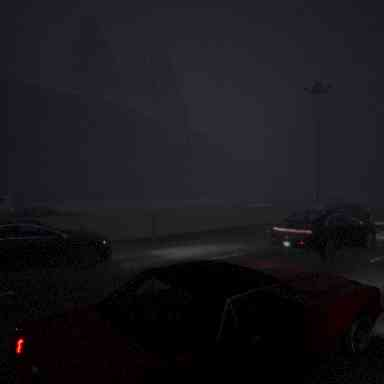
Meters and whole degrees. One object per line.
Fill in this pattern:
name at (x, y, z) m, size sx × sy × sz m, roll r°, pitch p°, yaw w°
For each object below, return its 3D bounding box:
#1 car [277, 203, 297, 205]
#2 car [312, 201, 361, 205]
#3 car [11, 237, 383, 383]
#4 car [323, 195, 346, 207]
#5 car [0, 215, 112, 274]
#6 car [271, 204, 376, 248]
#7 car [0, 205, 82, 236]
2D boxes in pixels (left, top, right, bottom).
car at (14.583, 1.302, 51.364) m, size 1.994 × 1.385 × 4.181 m, roll 0°, pitch 0°, yaw 40°
car at (9.790, 1.372, 20.927) m, size 4.892 × 1.490 × 1.837 m, roll -1°, pitch 0°, yaw -42°
car at (0.491, 1.585, 4.226) m, size 4.718 × 1.301 × 1.895 m, roll -1°, pitch 0°, yaw -37°
car at (20.313, 1.237, 47.325) m, size 1.812 × 1.442 × 4.674 m, roll 0°, pitch 0°, yaw 40°
car at (-4.681, 1.495, 9.135) m, size 4.902 × 1.511 × 2.128 m, roll 0°, pitch 0°, yaw -36°
car at (4.905, 1.420, 12.120) m, size 4.902 × 1.511 × 2.128 m, roll -1°, pitch 0°, yaw -39°
car at (-9.286, 1.551, 18.982) m, size 5.357 × 1.411 × 2.033 m, roll 0°, pitch 0°, yaw -37°
